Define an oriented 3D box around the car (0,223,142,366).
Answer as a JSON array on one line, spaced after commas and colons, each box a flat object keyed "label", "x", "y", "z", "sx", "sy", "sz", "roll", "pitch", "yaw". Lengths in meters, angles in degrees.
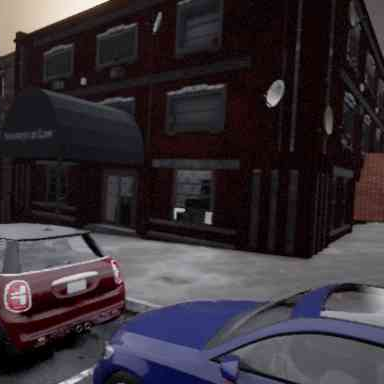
[{"label": "car", "x": -3.351, "y": 1.345, "z": 5.923, "sx": 4.553, "sy": 1.767, "sz": 2.185, "roll": 0, "pitch": 0, "yaw": 35}]
